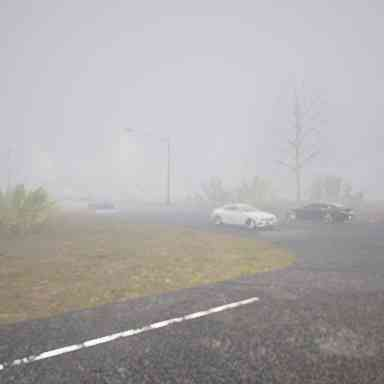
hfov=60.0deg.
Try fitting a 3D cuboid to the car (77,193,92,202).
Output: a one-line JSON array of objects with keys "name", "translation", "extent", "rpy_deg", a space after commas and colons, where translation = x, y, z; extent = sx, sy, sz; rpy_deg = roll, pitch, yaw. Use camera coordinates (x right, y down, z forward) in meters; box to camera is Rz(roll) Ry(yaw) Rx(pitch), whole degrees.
[{"name": "car", "translation": [-20.231, 1.043, 63.433], "extent": [2.097, 1.767, 4.553], "rpy_deg": [0, 0, -37]}]

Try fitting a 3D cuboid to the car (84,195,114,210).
[{"name": "car", "translation": [-10.857, 1.401, 39.502], "extent": [1.994, 1.385, 4.181], "rpy_deg": [0, 0, -37]}]

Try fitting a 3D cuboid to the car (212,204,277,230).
[{"name": "car", "translation": [3.165, 1.474, 21.025], "extent": [1.812, 1.442, 4.674], "rpy_deg": [0, 0, -37]}]

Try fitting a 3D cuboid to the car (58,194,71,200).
[{"name": "car", "translation": [-28.595, 1.130, 74.455], "extent": [2.128, 1.511, 4.902], "rpy_deg": [0, 0, -37]}]

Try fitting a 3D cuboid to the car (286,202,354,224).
[{"name": "car", "translation": [9.283, 1.472, 24.537], "extent": [1.837, 1.490, 4.892], "rpy_deg": [0, 0, -37]}]
